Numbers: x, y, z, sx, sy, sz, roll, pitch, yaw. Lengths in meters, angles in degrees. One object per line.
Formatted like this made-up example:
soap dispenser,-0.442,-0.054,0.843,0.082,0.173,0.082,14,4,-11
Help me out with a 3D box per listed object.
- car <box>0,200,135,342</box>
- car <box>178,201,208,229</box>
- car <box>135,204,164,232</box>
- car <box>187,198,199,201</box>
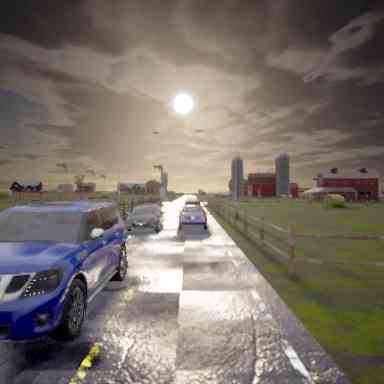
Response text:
car,-2.808,1.223,6.850,2.150,2.045,5.566,0,0,0
car,0.060,1.548,21.618,2.033,1.411,5.357,0,0,0
car,-2.752,1.505,20.350,1.837,1.490,4.892,0,0,0
car,0.090,1.481,42.003,1.882,1.535,5.008,0,0,0
